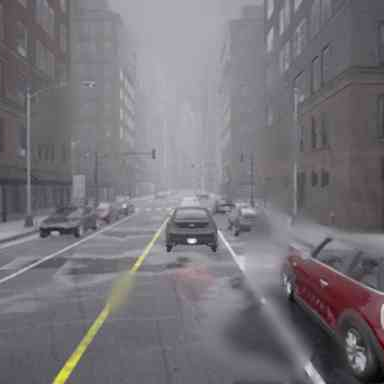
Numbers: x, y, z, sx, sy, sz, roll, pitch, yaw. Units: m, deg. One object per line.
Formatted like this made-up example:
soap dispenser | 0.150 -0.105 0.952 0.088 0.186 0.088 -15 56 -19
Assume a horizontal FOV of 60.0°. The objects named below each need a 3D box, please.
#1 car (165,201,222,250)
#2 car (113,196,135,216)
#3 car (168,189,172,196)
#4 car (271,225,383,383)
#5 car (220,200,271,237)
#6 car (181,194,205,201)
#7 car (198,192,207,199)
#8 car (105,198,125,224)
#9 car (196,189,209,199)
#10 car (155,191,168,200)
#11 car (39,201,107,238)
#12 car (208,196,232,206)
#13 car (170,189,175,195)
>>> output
car | -0.025 1.323 13.318 1.837 1.490 4.892 0 1 -1
car | -5.923 1.075 27.276 1.967 1.590 4.097 0 1 -1
car | -6.312 0.601 75.192 2.008 1.369 4.403 0 1 0
car | 2.806 1.365 5.352 1.967 1.590 4.097 0 1 -1
car | 2.704 1.329 16.355 2.008 1.369 4.403 0 1 -1
car | -0.179 1.148 28.145 1.812 1.442 4.674 0 0 -1
car | 2.251 0.632 70.020 1.752 1.417 4.829 0 1 0
car | -5.872 1.289 21.777 1.802 1.307 4.206 0 1 -1
car | 2.292 0.612 64.440 1.967 1.590 4.097 0 1 0
car | -6.232 0.756 64.376 1.802 1.307 4.206 0 1 0
car | -5.821 1.346 16.276 1.947 1.339 4.313 0 1 -1
car | 2.602 1.198 27.356 1.947 1.339 4.313 0 1 -1
car | -6.432 0.406 91.246 1.752 1.417 4.829 0 1 0
